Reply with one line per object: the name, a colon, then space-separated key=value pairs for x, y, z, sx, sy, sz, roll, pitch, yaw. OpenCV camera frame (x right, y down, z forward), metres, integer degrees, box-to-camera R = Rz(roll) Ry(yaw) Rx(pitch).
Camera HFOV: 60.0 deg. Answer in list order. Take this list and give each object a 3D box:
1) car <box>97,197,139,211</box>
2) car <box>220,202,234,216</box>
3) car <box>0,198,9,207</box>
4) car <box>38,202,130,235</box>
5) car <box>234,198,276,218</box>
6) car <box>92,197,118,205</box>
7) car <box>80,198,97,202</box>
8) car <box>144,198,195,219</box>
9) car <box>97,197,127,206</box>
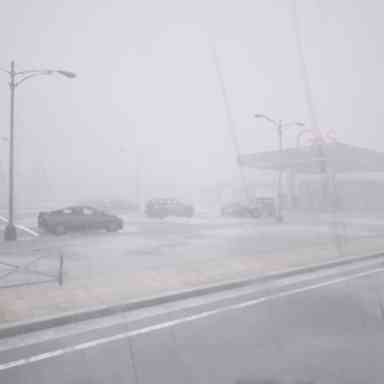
car: x=-8.675 y=1.642 z=40.484 sx=4.514 sy=1.523 sz=2.007 roll=1 pitch=0 yaw=-36
car: x=4.873 y=1.777 z=34.919 sx=3.806 sy=1.475 sz=1.970 roll=1 pitch=0 yaw=-36
car: x=-30.386 y=1.626 z=51.970 sx=3.806 sy=1.475 sz=1.970 roll=1 pitch=0 yaw=-36
car: x=-6.084 y=1.542 z=18.472 sx=4.514 sy=1.523 sz=2.007 roll=1 pitch=0 yaw=-36
car: x=6.316 y=1.488 z=31.862 sx=3.866 sy=1.878 sz=1.905 roll=1 pitch=0 yaw=-36
car: x=-17.003 y=1.754 z=65.246 sx=4.514 sy=1.523 sz=2.007 roll=1 pitch=0 yaw=-36
car: x=-14.465 y=1.664 z=48.629 sx=3.633 sy=1.501 sz=1.845 roll=1 pitch=0 yaw=-36
car: x=-1.993 y=1.435 z=29.948 sx=4.605 sy=1.855 sz=1.932 roll=1 pitch=0 yaw=-36
car: x=-15.132 y=1.746 z=62.728 sx=5.027 sy=1.636 sz=2.152 roll=1 pitch=0 yaw=-36
